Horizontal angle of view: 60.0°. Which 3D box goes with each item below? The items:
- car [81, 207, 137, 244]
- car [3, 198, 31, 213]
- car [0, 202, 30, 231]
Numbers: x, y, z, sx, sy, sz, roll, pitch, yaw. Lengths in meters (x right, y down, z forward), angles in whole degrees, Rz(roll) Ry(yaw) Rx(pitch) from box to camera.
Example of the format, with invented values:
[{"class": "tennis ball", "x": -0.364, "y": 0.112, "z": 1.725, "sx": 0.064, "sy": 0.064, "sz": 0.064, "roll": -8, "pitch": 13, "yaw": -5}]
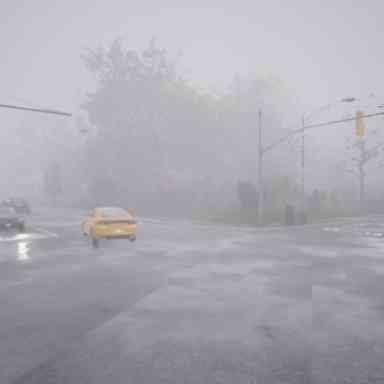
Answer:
[{"class": "car", "x": -4.100, "y": 1.477, "z": 16.110, "sx": 1.882, "sy": 1.535, "sz": 5.008, "roll": 1, "pitch": 0, "yaw": -25}, {"class": "car", "x": -18.176, "y": 1.350, "z": 34.200, "sx": 2.097, "sy": 1.767, "sz": 4.553, "roll": 0, "pitch": 0, "yaw": -39}, {"class": "car", "x": -11.348, "y": 1.525, "z": 19.750, "sx": 1.812, "sy": 1.442, "sz": 4.674, "roll": 0, "pitch": 0, "yaw": -39}]
